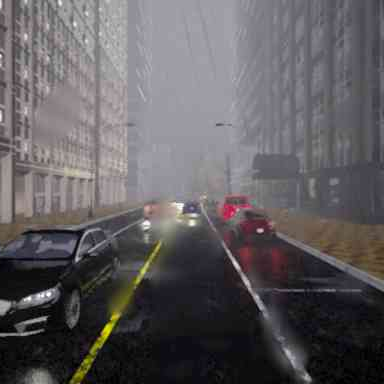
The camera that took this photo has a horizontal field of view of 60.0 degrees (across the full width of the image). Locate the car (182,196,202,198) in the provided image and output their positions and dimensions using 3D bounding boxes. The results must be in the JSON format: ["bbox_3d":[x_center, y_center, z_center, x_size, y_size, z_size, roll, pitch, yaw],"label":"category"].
[{"bbox_3d":[0.009,1.581,46.993,1.994,1.385,4.181,0,0,1],"label":"car"}]

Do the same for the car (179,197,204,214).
[{"bbox_3d":[0.014,1.578,35.067,1.994,1.385,4.181,0,0,1],"label":"car"}]

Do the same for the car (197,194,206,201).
[{"bbox_3d":[2.525,1.335,87.838,2.192,1.841,5.009,0,0,0],"label":"car"}]

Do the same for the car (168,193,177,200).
[{"bbox_3d":[-5.362,1.334,93.383,2.192,1.841,5.009,0,0,0],"label":"car"}]

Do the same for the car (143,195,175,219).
[{"bbox_3d":[-2.861,1.364,28.674,2.097,1.767,4.553,0,0,0],"label":"car"}]

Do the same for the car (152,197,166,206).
[{"bbox_3d":[-5.343,1.544,54.381,1.752,1.417,4.829,0,0,0],"label":"car"}]

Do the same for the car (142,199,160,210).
[{"bbox_3d":[-5.338,1.598,43.456,1.802,1.307,4.206,0,0,0],"label":"car"}]

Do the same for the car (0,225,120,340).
[{"bbox_3d":[-2.818,1.495,6.904,2.128,1.511,4.902,0,0,0],"label":"car"}]

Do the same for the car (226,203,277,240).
[{"bbox_3d":[3.015,1.533,16.989,1.812,1.442,4.674,0,0,0],"label":"car"}]

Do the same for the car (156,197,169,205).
[{"bbox_3d":[-5.345,1.585,60.098,1.947,1.339,4.313,0,0,0],"label":"car"}]

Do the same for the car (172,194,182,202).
[{"bbox_3d":[-2.785,1.503,69.039,1.812,1.442,4.674,0,0,0],"label":"car"}]

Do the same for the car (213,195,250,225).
[{"bbox_3d":[2.969,1.239,24.019,2.150,2.045,5.566,0,0,0],"label":"car"}]

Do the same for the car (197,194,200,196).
[{"bbox_3d":[2.526,1.546,76.915,1.752,1.417,4.829,0,0,0],"label":"car"}]

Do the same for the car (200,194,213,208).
[{"bbox_3d":[2.540,1.458,49.007,1.967,1.590,4.097,0,0,0],"label":"car"}]
